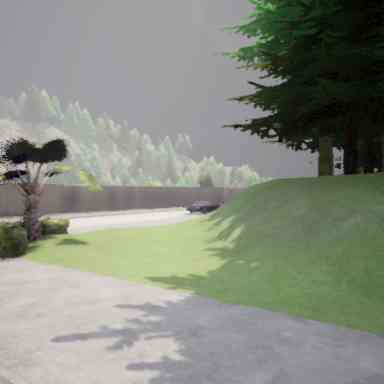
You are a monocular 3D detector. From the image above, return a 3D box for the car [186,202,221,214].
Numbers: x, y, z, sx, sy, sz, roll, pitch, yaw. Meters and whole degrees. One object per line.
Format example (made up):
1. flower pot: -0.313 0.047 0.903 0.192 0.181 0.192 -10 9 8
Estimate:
1. car: 1.425 1.733 37.244 1.895 1.301 4.718 0 0 35
